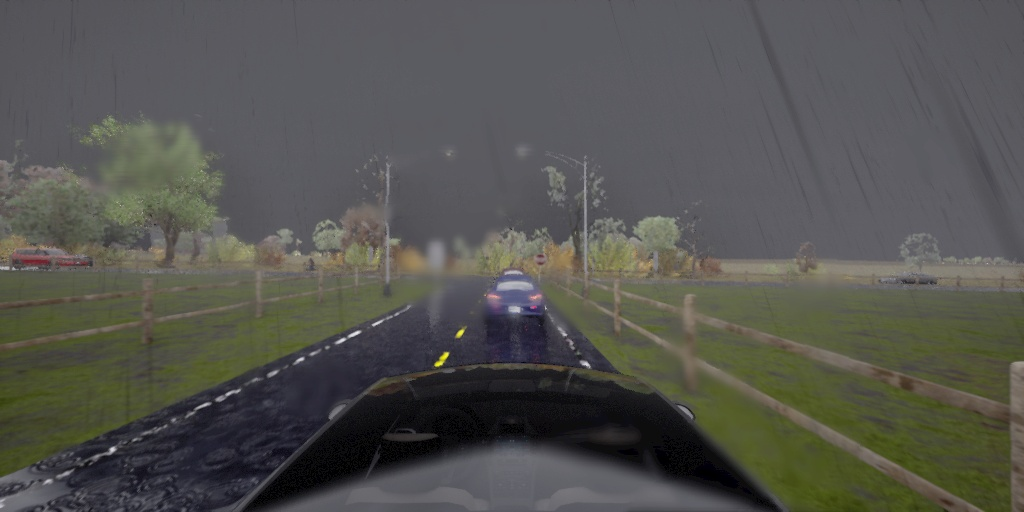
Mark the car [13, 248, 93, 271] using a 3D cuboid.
[{"bbox_3d":[-44.427,0.296,34.437,5.566,2.045,2.150,1,0,1],"label":"car"}]

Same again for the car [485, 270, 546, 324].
[{"bbox_3d":[0.107,1.352,12.206,1.812,1.442,4.674,0,-1,0],"label":"car"}]

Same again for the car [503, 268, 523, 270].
[{"bbox_3d":[0.069,1.421,21.609,1.812,1.442,4.674,0,0,-1],"label":"car"}]

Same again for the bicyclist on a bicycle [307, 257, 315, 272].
[{"bbox_3d":[-22.597,0.990,40.367,0.582,1.620,1.656,1,0,0],"label":"bicyclist on a bicycle"}]

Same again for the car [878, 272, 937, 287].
[{"bbox_3d":[40.970,2.389,37.238,4.902,1.511,2.128,1,0,0],"label":"car"}]
